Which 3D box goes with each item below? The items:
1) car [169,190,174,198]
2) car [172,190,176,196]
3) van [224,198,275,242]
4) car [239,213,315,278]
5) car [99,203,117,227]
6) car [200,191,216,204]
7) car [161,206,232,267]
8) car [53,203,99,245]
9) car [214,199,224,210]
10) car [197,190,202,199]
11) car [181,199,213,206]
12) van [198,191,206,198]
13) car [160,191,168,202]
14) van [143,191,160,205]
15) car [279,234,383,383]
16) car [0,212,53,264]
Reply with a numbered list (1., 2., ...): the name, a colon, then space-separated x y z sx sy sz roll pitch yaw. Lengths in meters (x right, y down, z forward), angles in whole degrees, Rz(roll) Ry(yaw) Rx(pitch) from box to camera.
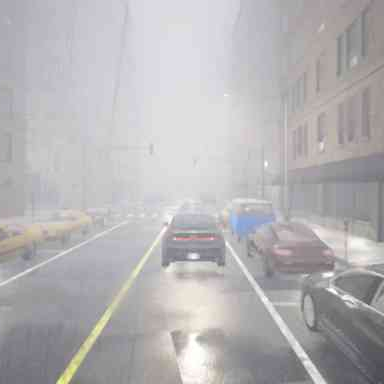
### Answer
1. car: -6.113 0.846 81.612 1.887 1.381 4.507 0 1 0
2. car: -6.149 0.752 92.784 1.947 1.339 4.313 0 1 0
3. van: 2.624 1.218 15.276 1.690 1.788 3.998 0 0 0
4. car: 2.642 1.505 9.608 1.802 1.307 4.206 0 0 0
5. car: -5.920 1.392 20.902 2.008 1.369 4.403 0 0 0
6. car: 2.519 1.042 48.140 1.967 1.590 4.097 0 0 0
7. car: 0.047 1.419 11.022 1.837 1.490 4.892 0 0 0
8. car: -5.901 1.415 15.065 1.752 1.417 4.829 0 0 0
9. car: 2.605 1.354 21.117 1.752 1.417 4.829 0 0 0
10. car: 2.483 0.820 59.309 2.192 1.841 5.009 0 1 0
11. car: -0.007 1.380 21.023 2.033 1.411 5.357 0 0 0
12. van: 2.412 0.631 81.648 1.690 1.788 3.998 0 1 0
13. car: -6.043 0.831 59.267 2.192 1.841 5.009 0 0 0
14. van: -6.007 0.955 48.095 1.690 1.788 3.998 0 0 0
15. car: 2.660 1.518 3.938 2.008 1.369 4.403 0 0 0
16. car: -5.883 1.461 9.395 1.752 1.417 4.829 0 0 0
